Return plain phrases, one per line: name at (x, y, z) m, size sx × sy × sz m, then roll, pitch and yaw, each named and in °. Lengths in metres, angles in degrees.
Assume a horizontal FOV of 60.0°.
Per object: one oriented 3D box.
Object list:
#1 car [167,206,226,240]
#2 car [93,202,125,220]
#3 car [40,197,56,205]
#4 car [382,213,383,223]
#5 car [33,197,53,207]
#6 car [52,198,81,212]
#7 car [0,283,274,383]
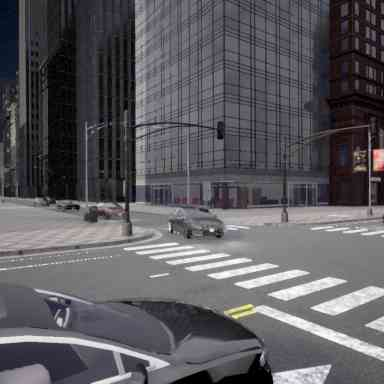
car at (0.083, 1.522, 17.161) m, size 1.837 × 1.490 × 4.892 m, roll 1°, pitch -1°, yaw -20°
car at (-7.287, 1.584, 29.329) m, size 1.812 × 1.442 × 4.674 m, roll 0°, pitch 0°, yaw -36°
car at (-27.395, 1.645, 63.224) m, size 1.837 × 1.490 × 4.892 m, roll 0°, pitch -1°, yaw -35°
car at (14.785, 1.357, 22.382) m, size 4.553 × 1.767 × 2.097 m, roll 0°, pitch 0°, yaw -36°
car at (-23.976, 1.637, 53.026) m, size 1.837 × 1.490 × 4.892 m, roll 0°, pitch 0°, yaw -35°
car at (-15.006, 1.689, 40.225) m, size 1.895 × 1.301 × 4.718 m, roll 0°, pitch 0°, yaw -35°
car at (-1.464, 1.491, 2.395) m, size 4.902 × 1.511 × 2.128 m, roll 0°, pitch 0°, yaw -36°
